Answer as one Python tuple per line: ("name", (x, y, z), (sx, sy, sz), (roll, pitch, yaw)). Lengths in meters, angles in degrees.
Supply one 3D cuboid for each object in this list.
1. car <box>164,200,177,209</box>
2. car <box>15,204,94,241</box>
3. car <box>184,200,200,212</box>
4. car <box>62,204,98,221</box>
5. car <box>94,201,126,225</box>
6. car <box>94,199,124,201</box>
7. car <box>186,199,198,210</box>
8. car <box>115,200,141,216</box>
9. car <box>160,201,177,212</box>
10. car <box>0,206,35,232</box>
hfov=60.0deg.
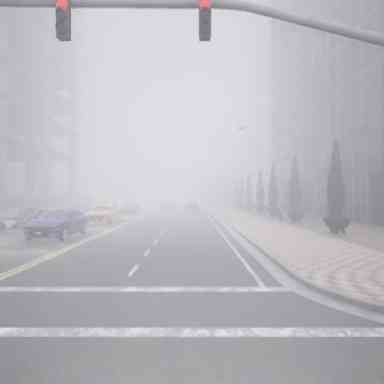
("car", (-3.493, 2.091, 54.982), (1.994, 1.385, 4.181), (0, -1, 0))
("car", (-7.073, 1.650, 17.812), (1.882, 1.535, 5.008), (0, -1, 0))
("car", (0.005, 1.907, 44.733), (1.882, 1.535, 5.008), (0, -1, 0))
("car", (-10.570, 1.868, 31.618), (1.994, 1.385, 4.181), (0, -1, 0))
("car", (-7.066, 1.738, 27.078), (1.882, 1.535, 5.008), (0, -1, 0))
("car", (-10.516, 1.950, 41.907), (2.033, 1.411, 5.357), (0, -1, 1))
("car", (0.007, 1.997, 54.128), (1.882, 1.535, 5.008), (0, -1, 0))
("car", (-7.039, 1.910, 37.738), (2.033, 1.411, 5.357), (0, -1, 1))
("car", (-3.394, 1.986, 45.742), (2.033, 1.411, 5.357), (0, -1, 0))
("car", (-10.584, 1.701, 21.704), (2.128, 1.511, 4.902), (0, -1, 0))
